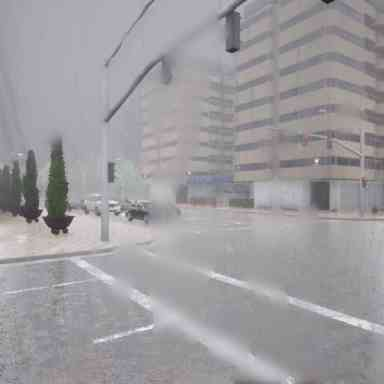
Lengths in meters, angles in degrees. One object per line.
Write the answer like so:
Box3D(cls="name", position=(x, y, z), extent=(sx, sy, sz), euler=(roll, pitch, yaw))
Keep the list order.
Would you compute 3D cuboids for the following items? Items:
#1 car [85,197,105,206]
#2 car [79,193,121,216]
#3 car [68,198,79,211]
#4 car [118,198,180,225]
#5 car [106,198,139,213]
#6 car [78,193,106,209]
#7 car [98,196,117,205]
Box3D(cls="car", position=(-16.401, 1.564, 55.948), extent=(1.994, 1.385, 4.181), euler=(0, 0, -35))
Box3D(cls="car", position=(-8.956, 1.222, 32.767), extent=(2.150, 2.045, 5.566), euler=(0, 0, -35))
Box3D(cls="car", position=(-14.576, 1.526, 40.789), extent=(1.812, 1.442, 4.674), euler=(0, 0, -35))
Box3D(cls="car", position=(-3.296, 1.491, 24.684), extent=(2.128, 1.511, 4.902), euler=(0, 0, -35))
Box3D(cls="car", position=(-7.926, 1.505, 37.401), extent=(1.837, 1.490, 4.892), euler=(0, 0, -35))
Box3D(cls="car", position=(-13.834, 1.221, 45.878), extent=(2.150, 2.045, 5.566), euler=(0, 0, -34))
Box3D(cls="car", position=(-15.554, 1.526, 60.837), extent=(1.812, 1.442, 4.674), euler=(0, 0, -35))
